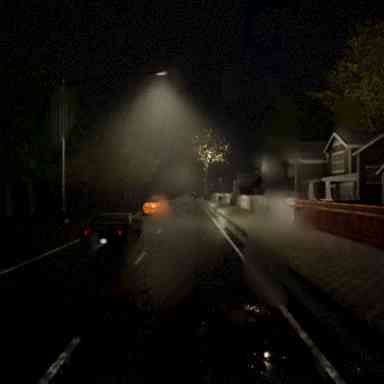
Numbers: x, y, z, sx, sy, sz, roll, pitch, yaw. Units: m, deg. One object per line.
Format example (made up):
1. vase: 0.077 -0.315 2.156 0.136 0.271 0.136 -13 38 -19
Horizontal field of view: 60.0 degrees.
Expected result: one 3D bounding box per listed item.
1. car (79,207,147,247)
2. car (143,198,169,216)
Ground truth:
1. car: -3.408 1.588 15.031 1.895 1.301 4.718 0 0 0
2. car: -3.416 1.315 31.905 2.097 1.767 4.553 0 0 0
